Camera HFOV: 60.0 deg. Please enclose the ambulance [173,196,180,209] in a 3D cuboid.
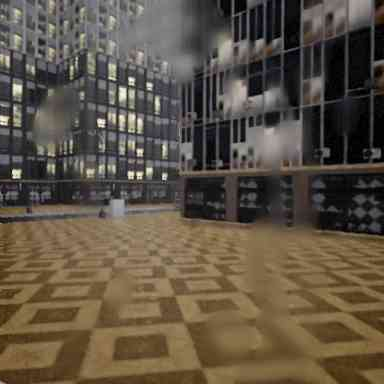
[{"bbox_3d":[0.288,0.987,45.261,2.351,2.431,6.366,1,1,44],"label":"ambulance"}]
